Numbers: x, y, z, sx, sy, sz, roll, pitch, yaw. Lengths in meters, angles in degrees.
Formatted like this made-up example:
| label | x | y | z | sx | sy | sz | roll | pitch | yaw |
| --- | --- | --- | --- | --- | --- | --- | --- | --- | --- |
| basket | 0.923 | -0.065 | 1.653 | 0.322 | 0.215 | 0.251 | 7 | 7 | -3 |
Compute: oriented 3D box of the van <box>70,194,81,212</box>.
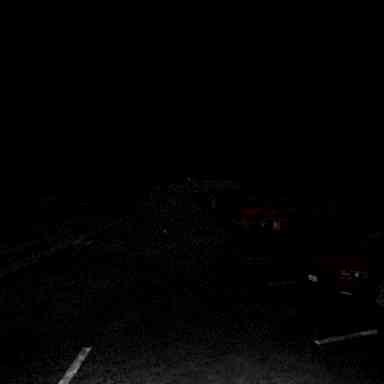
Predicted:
| label | x | y | z | sx | sy | sz | roll | pitch | yaw |
| --- | --- | --- | --- | --- | --- | --- | --- | --- | --- |
| van | -13.412 | 1.162 | 32.360 | 4.442 | 1.987 | 1.878 | -1 | 0 | -20 |

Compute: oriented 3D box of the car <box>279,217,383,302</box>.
| label | x | y | z | sx | sy | sz | roll | pitch | yaw |
| --- | --- | --- | --- | --- | --- | --- | --- | --- | --- |
| car | 4.755 | 1.471 | 7.478 | 5.008 | 1.535 | 2.097 | 1 | 1 | -20 |

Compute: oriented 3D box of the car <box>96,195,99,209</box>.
| label | x | y | z | sx | sy | sz | roll | pitch | yaw |
| --- | --- | --- | --- | --- | --- | --- | --- | --- | --- |
| car | -13.573 | 1.397 | 38.255 | 4.792 | 1.488 | 2.163 | -1 | 1 | -20 |

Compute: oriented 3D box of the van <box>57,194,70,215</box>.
| label | x | y | z | sx | sy | sz | roll | pitch | yaw |
| --- | --- | --- | --- | --- | --- | --- | --- | --- | --- |
| van | -13.395 | 1.174 | 29.382 | 4.442 | 1.987 | 1.878 | -1 | 0 | -20 |

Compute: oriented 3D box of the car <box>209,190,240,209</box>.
| label | x | y | z | sx | sy | sz | roll | pitch | yaw |
| --- | --- | --- | --- | --- | --- | --- | --- | --- | --- |
| car | 4.719 | 1.134 | 28.547 | 5.566 | 2.045 | 2.435 | 1 | 0 | -20 |

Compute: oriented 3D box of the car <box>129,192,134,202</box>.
| label | x | y | z | sx | sy | sz | roll | pitch | yaw |
| --- | --- | --- | --- | --- | --- | --- | --- | --- | --- |
| car | -13.939 | 1.306 | 62.001 | 4.792 | 1.488 | 2.163 | -1 | 1 | -22 |

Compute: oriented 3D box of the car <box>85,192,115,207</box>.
| label | x | y | z | sx | sy | sz | roll | pitch | yaw |
| --- | --- | --- | --- | --- | --- | --- | --- | --- | --- |
| car | -13.610 | 1.092 | 44.206 | 5.566 | 2.045 | 2.435 | -1 | 1 | -20 |

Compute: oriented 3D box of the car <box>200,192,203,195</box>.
| label | x | y | z | sx | sy | sz | roll | pitch | yaw |
| --- | --- | --- | --- | --- | --- | --- | --- | --- | --- |
| car | 4.406 | 1.133 | 58.643 | 4.553 | 1.767 | 2.185 | 1 | 0 | -22 |

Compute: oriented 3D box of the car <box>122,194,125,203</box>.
| label | x | y | z | sx | sy | sz | roll | pitch | yaw |
| --- | --- | --- | --- | --- | --- | --- | --- | --- | --- |
| car | -13.660 | 1.183 | 53.138 | 4.553 | 1.767 | 2.185 | -1 | 1 | -21 |

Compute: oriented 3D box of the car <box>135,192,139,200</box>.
| label | x | y | z | sx | sy | sz | roll | pitch | yaw |
| --- | --- | --- | --- | --- | --- | --- | --- | --- | --- |
| car | -14.134 | 1.253 | 67.937 | 5.008 | 1.535 | 2.097 | -1 | 1 | -22 |

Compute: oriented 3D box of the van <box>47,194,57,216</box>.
| label | x | y | z | sx | sy | sz | roll | pitch | yaw |
| --- | --- | --- | --- | --- | --- | --- | --- | --- | --- |
| van | -13.378 | 1.186 | 26.405 | 4.442 | 1.987 | 1.878 | -1 | 0 | -20 |

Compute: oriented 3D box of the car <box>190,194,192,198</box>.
| label | x | y | z | sx | sy | sz | roll | pitch | yaw |
| --- | --- | --- | --- | --- | --- | --- | --- | --- | --- |
| car | 2.851 | 1.129 | 88.812 | 4.892 | 1.521 | 2.231 | 1 | 0 | -25 |

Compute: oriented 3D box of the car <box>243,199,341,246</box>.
| label | x | y | z | sx | sy | sz | roll | pitch | yaw |
| --- | --- | --- | --- | --- | --- | --- | --- | --- | --- |
| car | 4.716 | 1.321 | 13.496 | 4.553 | 1.767 | 2.185 | 1 | 0 | -20 |

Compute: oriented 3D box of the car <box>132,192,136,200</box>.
| label | x | y | z | sx | sy | sz | roll | pitch | yaw |
| --- | --- | --- | --- | --- | --- | --- | --- | --- | --- |
| car | -13.988 | 1.294 | 64.995 | 4.792 | 1.488 | 2.163 | -1 | 0 | -22 |

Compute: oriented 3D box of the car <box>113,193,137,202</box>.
| label | x | y | z | sx | sy | sz | roll | pitch | yaw |
| --- | --- | --- | --- | --- | --- | --- | --- | --- | --- |
| car | -14.316 | 1.118 | 70.887 | 4.553 | 1.767 | 2.185 | -1 | 0 | -23 |

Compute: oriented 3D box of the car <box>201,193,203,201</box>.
| label | x | y | z | sx | sy | sz | roll | pitch | yaw |
| --- | --- | --- | --- | --- | --- | --- | --- | --- | --- |
| car | 4.550 | 1.286 | 52.607 | 5.008 | 1.535 | 2.097 | 1 | 1 | -21 |

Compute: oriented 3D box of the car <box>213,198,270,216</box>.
| label | x | y | z | sx | sy | sz | roll | pitch | yaw |
| --- | --- | --- | --- | --- | --- | --- | --- | --- | --- |
| car | 4.682 | 1.373 | 31.537 | 5.008 | 1.535 | 2.097 | 1 | 1 | -20 |

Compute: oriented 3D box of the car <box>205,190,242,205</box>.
| label | x | y | z | sx | sy | sz | roll | pitch | yaw |
| --- | --- | --- | --- | --- | --- | --- | --- | --- | --- |
| car | 4.693 | 1.110 | 34.555 | 5.566 | 2.045 | 2.435 | 1 | 0 | -20 |

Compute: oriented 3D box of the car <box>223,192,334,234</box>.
| label | x | y | z | sx | sy | sz | roll | pitch | yaw |
| --- | --- | --- | --- | --- | --- | --- | --- | --- | --- |
| car | 4.718 | 1.183 | 16.492 | 5.566 | 2.045 | 2.435 | 1 | 1 | -20 |

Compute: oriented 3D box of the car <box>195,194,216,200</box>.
| label | x | y | z | sx | sy | sz | roll | pitch | yaw |
| --- | --- | --- | --- | --- | --- | --- | --- | --- | --- |
| car | 3.306 | 1.194 | 82.786 | 4.674 | 1.452 | 2.002 | 1 | 1 | -24 |

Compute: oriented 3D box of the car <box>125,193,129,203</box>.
| label | x | y | z | sx | sy | sz | roll | pitch | yaw |
| --- | --- | --- | --- | --- | --- | --- | --- | --- | --- |
| car | -13.737 | 1.298 | 56.094 | 5.008 | 1.535 | 2.097 | -1 | 1 | -21 |

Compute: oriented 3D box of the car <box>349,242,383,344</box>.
| label | x | y | z | sx | sy | sz | roll | pitch | yaw |
| --- | --- | --- | --- | --- | --- | --- | --- | --- | --- |
| car | 4.752 | 1.520 | 4.453 | 4.674 | 1.452 | 2.002 | 1 | 1 | -20 |

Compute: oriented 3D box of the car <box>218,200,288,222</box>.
| label | x | y | z | sx | sy | sz | roll | pitch | yaw |
| --- | --- | --- | --- | --- | --- | --- | --- | --- | --- |
| car | 4.677 | 1.427 | 25.515 | 4.792 | 1.488 | 2.163 | 1 | 1 | -20 |

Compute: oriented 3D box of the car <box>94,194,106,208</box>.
| label | x | y | z | sx | sy | sz | roll | pitch | yaw |
| --- | --- | --- | --- | --- | --- | --- | --- | --- | --- |
| car | -13.537 | 1.384 | 41.259 | 4.792 | 1.488 | 2.163 | -1 | 0 | -20 |

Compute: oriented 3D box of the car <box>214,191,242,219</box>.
| label | x | y | z | sx | sy | sz | roll | pitch | yaw |
| --- | --- | --- | --- | --- | --- | --- | --- | --- | --- |
| car | 4.696 | 1.158 | 22.506 | 5.566 | 2.045 | 2.435 | 1 | 1 | -20 |

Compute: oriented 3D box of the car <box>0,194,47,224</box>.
| label | x | y | z | sx | sy | sz | roll | pitch | yaw |
| --- | --- | --- | --- | --- | --- | --- | --- | --- | --- |
| car | -13.500 | 1.174 | 23.373 | 5.566 | 2.045 | 2.435 | -1 | 1 | -20 |

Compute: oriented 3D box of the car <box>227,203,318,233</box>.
| label | x | y | z | sx | sy | sz | roll | pitch | yaw |
| --- | --- | --- | --- | --- | --- | --- | --- | --- | --- |
| car | 4.703 | 1.451 | 19.503 | 4.792 | 1.488 | 2.163 | 1 | 1 | -20 |

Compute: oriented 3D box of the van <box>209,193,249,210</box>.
| label | x | y | z | sx | sy | sz | roll | pitch | yaw |
| --- | --- | --- | --- | --- | --- | --- | --- | --- | --- |
| van | 4.535 | 1.109 | 40.510 | 4.442 | 1.987 | 1.878 | 1 | 1 | -20 |

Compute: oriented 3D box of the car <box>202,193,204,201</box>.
| label | x | y | z | sx | sy | sz | roll | pitch | yaw |
| --- | --- | --- | --- | --- | --- | --- | --- | --- | --- |
| car | 4.748 | 1.298 | 49.665 | 5.366 | 1.575 | 1.946 | 1 | 0 | -21 |

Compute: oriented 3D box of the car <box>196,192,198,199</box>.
| label | x | y | z | sx | sy | sz | roll | pitch | yaw |
| --- | --- | --- | --- | --- | --- | --- | --- | --- | --- |
| car | 4.018 | 1.206 | 70.722 | 5.008 | 1.535 | 2.097 | 1 | 0 | -23 |

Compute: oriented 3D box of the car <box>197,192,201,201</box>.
| label | x | y | z | sx | sy | sz | roll | pitch | yaw |
| --- | --- | --- | --- | --- | --- | --- | --- | --- | --- |
| car | 4.250 | 1.232 | 64.689 | 5.008 | 1.535 | 2.097 | 1 | 0 | -22 |

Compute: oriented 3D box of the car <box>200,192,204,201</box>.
| label | x | y | z | sx | sy | sz | roll | pitch | yaw |
| --- | --- | --- | --- | --- | --- | --- | --- | --- | --- |
| car | 4.479 | 1.274 | 55.625 | 4.892 | 1.521 | 2.231 | 1 | 0 | -21 |

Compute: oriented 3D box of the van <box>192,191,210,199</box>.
| label | x | y | z | sx | sy | sz | roll | pitch | yaw |
| --- | --- | --- | --- | --- | --- | --- | --- | --- | --- |
| van | 2.485 | 0.888 | 91.768 | 4.442 | 1.987 | 1.878 | 1 | 0 | -25 |

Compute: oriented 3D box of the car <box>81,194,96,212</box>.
| label | x | y | z | sx | sy | sz | roll | pitch | yaw |
| --- | --- | --- | --- | --- | --- | --- | --- | --- | --- |
| car | -13.357 | 1.373 | 35.360 | 5.366 | 1.575 | 1.946 | -1 | 0 | -20 |

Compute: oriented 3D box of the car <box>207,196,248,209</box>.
| label | x | y | z | sx | sy | sz | roll | pitch | yaw |
| --- | --- | --- | --- | --- | --- | --- | --- | --- | --- |
| car | 4.650 | 1.354 | 43.581 | 4.792 | 1.488 | 2.163 | 1 | 0 | -20 |

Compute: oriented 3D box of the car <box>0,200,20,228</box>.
| label | x | y | z | sx | sy | sz | roll | pitch | yaw |
| --- | --- | --- | --- | --- | --- | --- | --- | --- | --- |
| car | -13.459 | 1.477 | 20.412 | 4.674 | 1.452 | 2.002 | -1 | 0 | -20 |

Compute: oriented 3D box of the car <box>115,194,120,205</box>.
| label | x | y | z | sx | sy | sz | roll | pitch | yaw |
| --- | --- | --- | --- | --- | --- | --- | --- | --- | --- |
| car | -13.435 | 1.326 | 47.261 | 5.366 | 1.575 | 1.946 | -1 | 0 | -20 |

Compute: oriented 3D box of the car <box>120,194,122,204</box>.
| label | x | y | z | sx | sy | sz | roll | pitch | yaw |
| --- | --- | --- | --- | --- | --- | --- | --- | --- | --- |
| car | -13.635 | 1.321 | 50.161 | 4.892 | 1.521 | 2.231 | -1 | 1 | -21 |

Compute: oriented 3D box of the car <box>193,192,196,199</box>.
| label | x | y | z | sx | sy | sz | roll | pitch | yaw |
| --- | --- | --- | --- | --- | --- | --- | --- | --- | --- |
| car | 3.841 | 0.941 | 73.724 | 5.566 | 2.045 | 2.435 | 1 | 0 | -23 |
